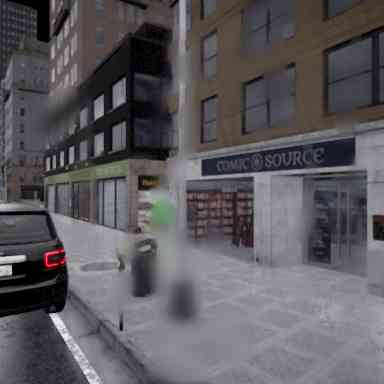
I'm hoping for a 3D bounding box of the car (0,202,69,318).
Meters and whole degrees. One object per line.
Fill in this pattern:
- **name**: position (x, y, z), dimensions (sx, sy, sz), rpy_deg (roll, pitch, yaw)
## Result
- **car**: position (-4.202, 1.228, 7.023), dimensions (2.150, 2.045, 5.566), rpy_deg (0, 0, -33)
